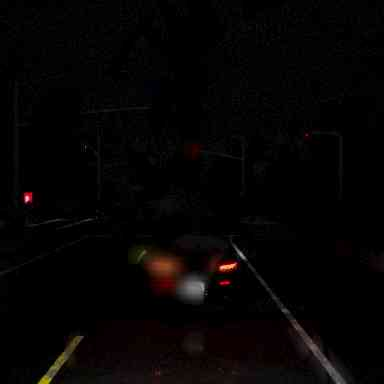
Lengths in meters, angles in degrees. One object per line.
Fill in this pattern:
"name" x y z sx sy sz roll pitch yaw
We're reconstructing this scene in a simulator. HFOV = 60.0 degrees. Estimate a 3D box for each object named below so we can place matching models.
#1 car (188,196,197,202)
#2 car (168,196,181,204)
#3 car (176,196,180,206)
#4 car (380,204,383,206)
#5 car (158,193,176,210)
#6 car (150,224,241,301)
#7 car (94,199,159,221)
"car" 0.089 1.524 73.520 2.128 1.511 4.902 0 0 0
"car" -3.452 1.491 66.087 2.128 1.511 4.902 0 0 1
"car" -3.531 1.221 52.927 2.150 2.045 5.566 0 0 0
"car" 17.925 1.528 29.117 5.357 1.411 2.033 0 0 -10
"car" -3.546 1.352 42.395 2.097 1.767 4.553 0 0 0
"car" 0.082 1.526 8.183 1.812 1.442 4.674 0 0 0
"car" -5.449 1.496 27.115 4.902 1.511 2.128 0 0 -3
